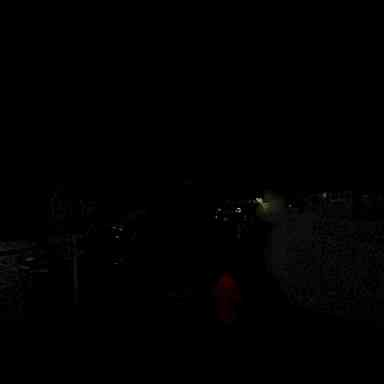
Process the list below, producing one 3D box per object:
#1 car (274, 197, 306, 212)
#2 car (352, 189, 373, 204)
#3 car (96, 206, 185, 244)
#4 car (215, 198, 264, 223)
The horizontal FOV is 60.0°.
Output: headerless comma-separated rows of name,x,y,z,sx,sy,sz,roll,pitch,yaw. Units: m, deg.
car,9.716,1.254,32.817,1.882,1.535,5.008,-3,-1,37
car,25.058,0.609,48.816,2.150,2.045,5.566,-3,-1,37
car,-2.382,1.507,16.326,1.882,1.535,5.008,-3,-1,36
car,3.534,1.255,24.409,2.097,1.767,4.553,-3,-1,34
